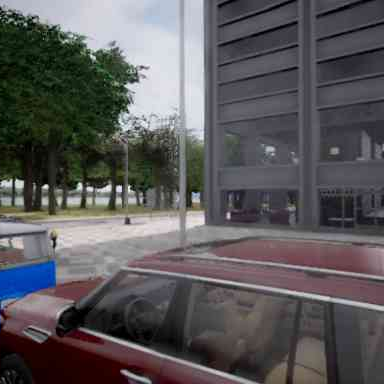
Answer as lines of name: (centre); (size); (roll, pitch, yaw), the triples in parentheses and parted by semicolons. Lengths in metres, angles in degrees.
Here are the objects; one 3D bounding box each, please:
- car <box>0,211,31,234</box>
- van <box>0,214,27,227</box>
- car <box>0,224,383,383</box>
car: (-12.950, 1.969, 21.439); (1.994, 1.385, 4.181); (-1, -1, 34)
van: (-4.129, 1.390, 5.913); (3.998, 1.788, 1.690); (-1, 0, 36)
car: (0.294, 1.324, 2.752); (5.009, 1.841, 2.192); (-1, 0, 36)
